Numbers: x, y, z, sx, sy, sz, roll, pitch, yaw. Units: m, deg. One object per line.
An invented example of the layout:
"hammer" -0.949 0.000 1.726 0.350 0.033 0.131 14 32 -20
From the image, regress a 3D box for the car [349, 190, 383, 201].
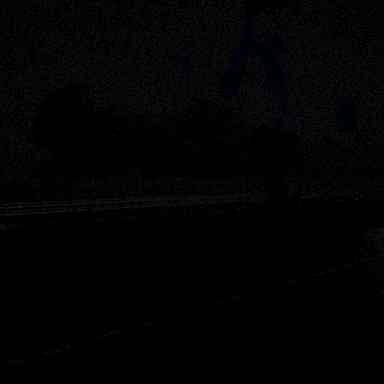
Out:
"car" 21.638 0.415 41.093 5.357 1.411 2.033 -2 1 -35
